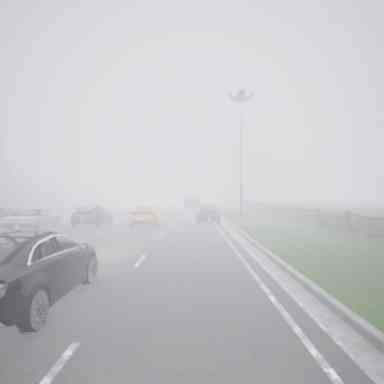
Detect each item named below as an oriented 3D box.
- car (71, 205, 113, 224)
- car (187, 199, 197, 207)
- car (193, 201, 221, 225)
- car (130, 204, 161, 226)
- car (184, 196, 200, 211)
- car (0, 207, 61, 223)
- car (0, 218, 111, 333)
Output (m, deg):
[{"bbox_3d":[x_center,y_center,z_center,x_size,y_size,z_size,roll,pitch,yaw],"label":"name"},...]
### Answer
[{"bbox_3d":[-6.908,1.668,23.329,2.128,1.511,4.902,0,0,0],"label":"car"},{"bbox_3d":[-0.019,1.964,60.821,1.837,1.490,4.892,0,0,0],"label":"car"},{"bbox_3d":[1.216,1.701,25.888,1.837,1.490,4.892,0,0,0],"label":"car"},{"bbox_3d":[-3.408,1.667,25.014,1.882,1.535,5.008,0,0,0],"label":"car"},{"bbox_3d":[-0.002,1.574,46.909,2.150,2.045,5.566,0,-1,0],"label":"car"},{"bbox_3d":[-10.409,1.768,22.017,1.895,1.301,4.718,0,0,0],"label":"car"},{"bbox_3d":[-3.403,1.544,6.852,2.128,1.511,4.902,0,0,0],"label":"car"}]
